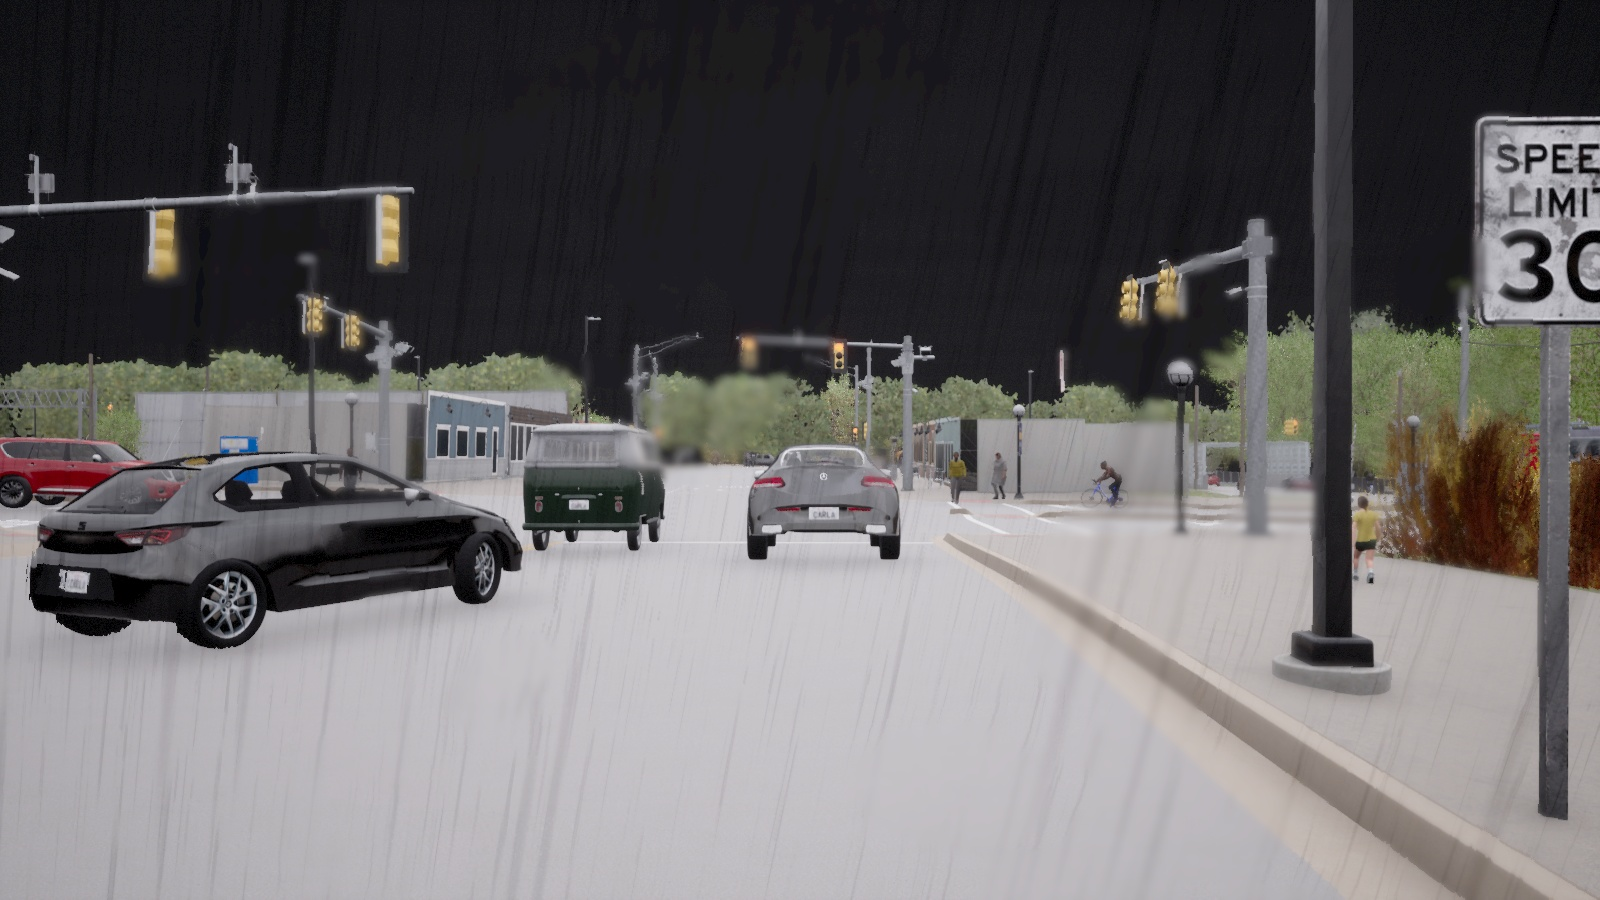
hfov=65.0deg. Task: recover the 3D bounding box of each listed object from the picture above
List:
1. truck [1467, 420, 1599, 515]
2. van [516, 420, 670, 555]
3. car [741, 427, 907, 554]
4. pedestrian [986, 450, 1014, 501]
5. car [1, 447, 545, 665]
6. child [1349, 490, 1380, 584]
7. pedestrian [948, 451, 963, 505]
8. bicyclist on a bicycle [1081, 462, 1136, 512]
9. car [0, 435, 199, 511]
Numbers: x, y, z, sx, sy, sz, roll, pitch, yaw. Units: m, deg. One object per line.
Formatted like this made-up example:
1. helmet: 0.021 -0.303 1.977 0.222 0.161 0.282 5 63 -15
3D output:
1. truck: 32.456 0.808 54.750 2.891 3.827 8.468 -1 -1 6
2. van: -3.282 0.590 20.731 1.775 1.987 4.442 0 -1 0
3. car: 0.350 0.581 18.882 2.152 1.651 5.027 0 -1 1
4. pedestrian: 7.712 0.982 48.441 0.873 1.952 0.659 -1 1 -43
5. car: -4.332 0.742 11.057 1.816 1.474 4.193 0 1 28
6. child: 6.867 1.054 15.284 0.255 1.110 0.394 0 1 11
7. pedestrian: 5.407 0.968 43.593 0.431 1.840 0.709 0 1 15
8. bicyclist on a bicycle: 10.250 1.233 41.785 1.656 1.620 0.582 1 -1 0
9. car: -21.005 0.648 36.899 5.566 2.045 2.150 1 0 -3
